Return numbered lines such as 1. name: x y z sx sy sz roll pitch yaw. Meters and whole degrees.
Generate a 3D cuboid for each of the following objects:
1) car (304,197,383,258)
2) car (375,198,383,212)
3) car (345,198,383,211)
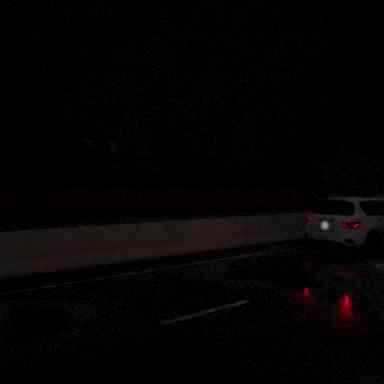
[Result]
1. car: 6.708 1.197 12.851 5.566 2.045 2.150 0 0 -35
2. car: 22.854 1.403 37.610 5.008 1.535 1.882 0 0 -37
3. car: 20.997 1.473 40.540 5.357 1.411 2.033 0 0 -37
